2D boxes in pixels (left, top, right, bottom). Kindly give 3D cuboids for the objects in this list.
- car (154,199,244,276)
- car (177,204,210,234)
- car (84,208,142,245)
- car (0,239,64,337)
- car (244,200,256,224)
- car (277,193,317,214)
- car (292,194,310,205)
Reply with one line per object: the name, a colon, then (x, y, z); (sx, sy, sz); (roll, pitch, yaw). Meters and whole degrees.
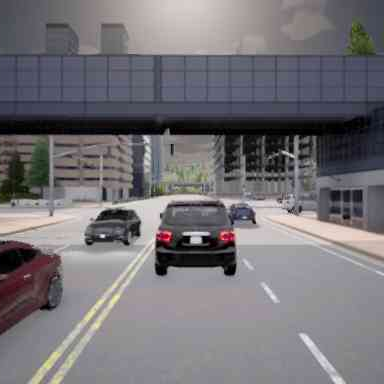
car: (0.099, 1.241, 10.594); (2.150, 2.045, 5.566); (0, 0, 0)
car: (0.078, 1.564, 20.635); (1.812, 1.442, 4.674); (0, 0, 0)
car: (-3.550, 1.534, 15.707); (1.837, 1.490, 4.892); (0, 0, 0)
car: (-3.546, 1.535, 5.128); (1.812, 1.442, 4.674); (0, 0, 1)
car: (3.585, 1.572, 24.891); (1.812, 1.442, 4.674); (0, 0, 0)
car: (12.312, 1.280, 34.923); (5.566, 2.045, 2.150); (1, 0, -2)
car: (19.530, 1.266, 59.858); (1.905, 1.878, 3.866); (0, 0, 0)
